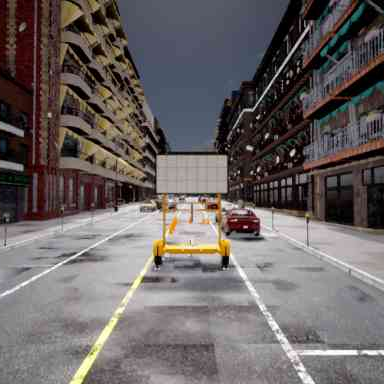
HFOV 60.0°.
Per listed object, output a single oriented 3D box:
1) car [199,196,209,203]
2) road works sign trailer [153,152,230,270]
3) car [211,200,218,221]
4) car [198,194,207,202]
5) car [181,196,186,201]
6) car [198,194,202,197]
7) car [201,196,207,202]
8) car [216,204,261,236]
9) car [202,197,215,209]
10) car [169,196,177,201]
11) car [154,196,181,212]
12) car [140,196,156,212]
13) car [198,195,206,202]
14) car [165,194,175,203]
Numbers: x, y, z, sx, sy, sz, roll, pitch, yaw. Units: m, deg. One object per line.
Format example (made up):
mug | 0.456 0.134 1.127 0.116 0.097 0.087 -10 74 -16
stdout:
car | 2.666 1.626 73.660 1.967 1.590 4.097 1 0 0
road works sign trailer | 0.000 0.474 11.043 2.380 3.560 2.880 0 0 0
car | 2.608 1.555 24.054 1.752 1.417 4.829 1 0 0
car | 2.638 1.551 84.722 2.192 1.841 5.009 1 0 0
car | -2.661 1.763 91.049 2.128 1.511 4.902 0 0 0
car | 2.651 1.706 68.128 1.887 1.381 4.507 1 0 0
car | 2.628 1.634 46.006 2.008 1.369 4.403 1 0 0
car | 2.602 1.565 18.352 1.887 1.381 4.507 1 0 0
car | 2.623 1.614 40.474 1.887 1.381 4.507 1 0 0
car | -5.209 1.830 90.320 1.947 1.339 4.313 1 0 0
car | -2.811 1.556 39.045 2.128 1.511 4.902 0 0 0
car | -5.256 1.594 40.376 1.752 1.417 4.829 2 0 0
car | 2.645 1.684 62.598 1.887 1.381 4.507 1 0 0
car | -5.213 1.525 79.259 2.192 1.841 5.009 1 0 0
